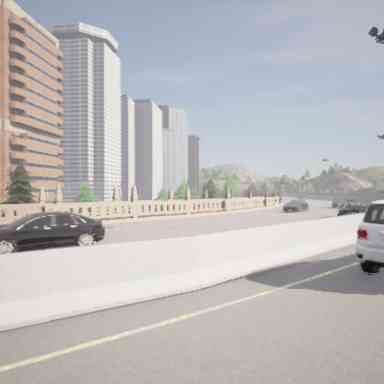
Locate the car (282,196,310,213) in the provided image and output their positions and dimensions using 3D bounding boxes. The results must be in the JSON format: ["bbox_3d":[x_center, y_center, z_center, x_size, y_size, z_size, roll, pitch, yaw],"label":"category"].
[{"bbox_3d":[11.760,1.538,37.184,2.033,1.411,5.357,0,0,33],"label":"car"}]

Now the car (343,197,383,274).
[{"bbox_3d":[6.669,1.203,9.490,5.566,2.045,2.150,0,0,-42],"label":"car"}]

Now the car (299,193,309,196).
[{"bbox_3d":[25.421,1.086,75.882,1.837,1.490,4.892,0,0,7],"label":"car"}]

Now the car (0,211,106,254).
[{"bbox_3d":[-5.832,1.549,12.961,4.892,1.490,1.837,0,0,-38],"label":"car"}]

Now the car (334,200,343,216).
[{"bbox_3d":[13.634,1.571,27.708,1.895,1.301,4.718,0,0,37],"label":"car"}]

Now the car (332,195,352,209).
[{"bbox_3d":[20.091,1.451,44.977,2.128,1.511,4.902,0,0,26],"label":"car"}]
